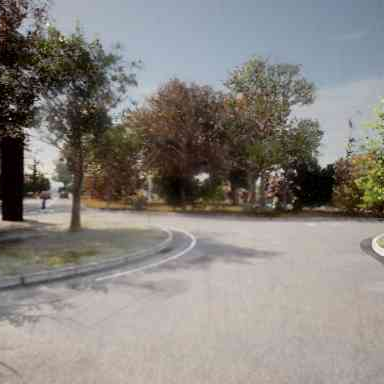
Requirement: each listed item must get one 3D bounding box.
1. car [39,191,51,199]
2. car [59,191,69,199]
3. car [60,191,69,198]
[{"bbox_3d":[-29.670,0.572,67.355,2.097,1.767,4.553,0,1,-20],"label":"car"},{"bbox_3d":[-27.694,0.696,72.074,1.837,1.490,4.892,0,0,-20],"label":"car"},{"bbox_3d":[-31.475,0.590,82.229,1.837,1.490,4.892,0,0,-20],"label":"car"}]
